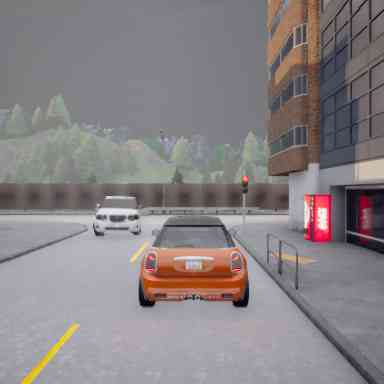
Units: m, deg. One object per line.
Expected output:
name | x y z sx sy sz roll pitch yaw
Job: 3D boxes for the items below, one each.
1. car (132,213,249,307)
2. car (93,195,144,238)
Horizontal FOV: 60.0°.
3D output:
car | 0.045 1.352 8.155 2.097 1.767 4.553 0 0 0
car | -3.915 1.221 18.324 2.150 2.045 5.566 1 0 -9
